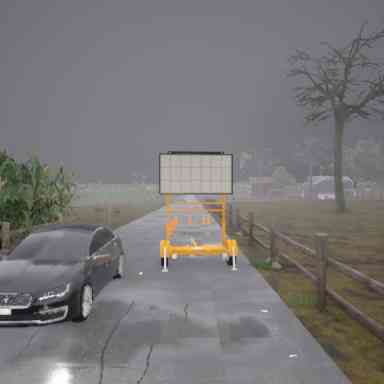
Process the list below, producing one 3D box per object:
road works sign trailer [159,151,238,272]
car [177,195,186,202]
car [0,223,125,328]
[{"bbox_3d":[0.116,0.476,10.936,2.380,3.560,2.880,0,0,-5],"label":"road works sign trailer"},{"bbox_3d":[-2.716,1.766,84.490,2.097,1.767,4.553,0,0,0],"label":"car"},{"bbox_3d":[-2.748,1.511,7.315,1.837,1.490,4.892,0,0,0],"label":"car"}]
